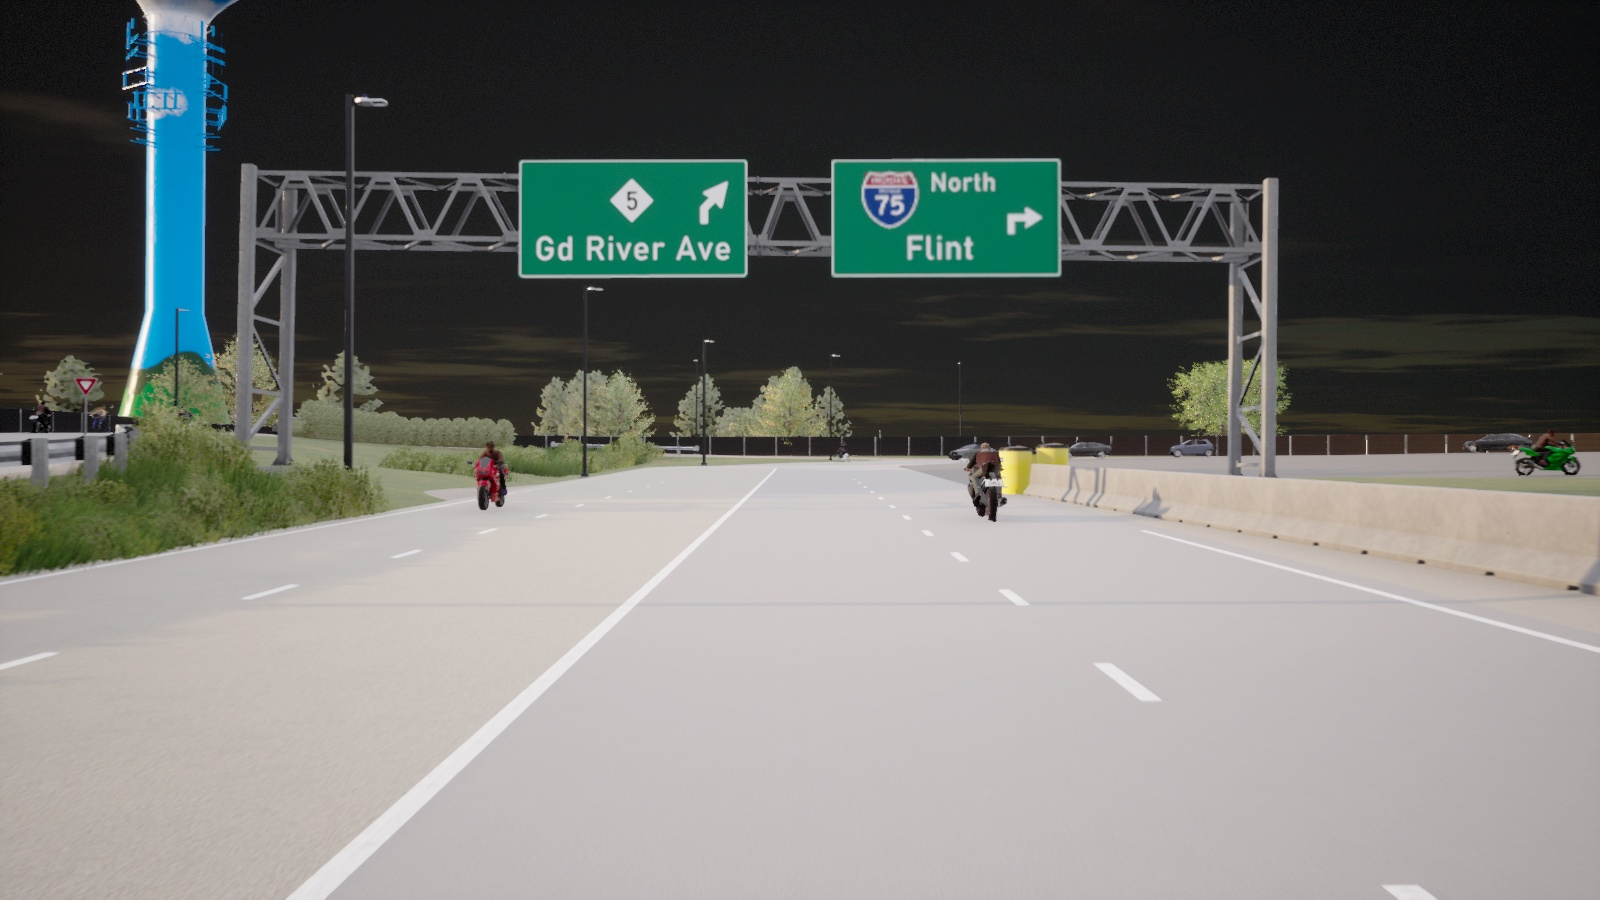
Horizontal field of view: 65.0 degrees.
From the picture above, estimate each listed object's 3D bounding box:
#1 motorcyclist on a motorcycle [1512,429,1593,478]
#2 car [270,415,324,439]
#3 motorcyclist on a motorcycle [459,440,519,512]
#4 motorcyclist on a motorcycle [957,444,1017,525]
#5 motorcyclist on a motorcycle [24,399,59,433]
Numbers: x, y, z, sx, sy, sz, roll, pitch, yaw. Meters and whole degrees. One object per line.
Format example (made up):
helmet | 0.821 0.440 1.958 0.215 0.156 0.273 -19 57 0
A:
motorcyclist on a motorcycle | 23.834 0.117 39.802 2.044 1.523 0.797 -1 -1 6
car | -35.280 -1.617 88.171 1.970 1.475 3.806 0 -2 6
motorcyclist on a motorcycle | -6.825 0.550 27.645 0.797 1.523 2.044 0 0 0
motorcyclist on a motorcycle | 3.658 0.641 24.725 0.866 1.530 2.191 0 0 0
motorcyclist on a motorcycle | -35.378 -1.574 58.597 0.797 1.523 2.044 0 1 -12
